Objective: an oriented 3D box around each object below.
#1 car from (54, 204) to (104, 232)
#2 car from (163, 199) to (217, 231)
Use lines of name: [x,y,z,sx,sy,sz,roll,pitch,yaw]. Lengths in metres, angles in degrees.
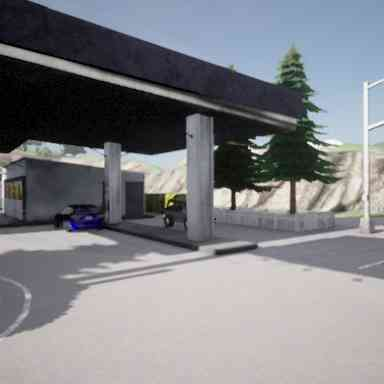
car: [-7.383,1.606,21.537,2.242,1.667,4.611,-1,0,-36]
car: [-0.256,1.379,21.310,1.905,1.878,3.866,-1,0,-36]
